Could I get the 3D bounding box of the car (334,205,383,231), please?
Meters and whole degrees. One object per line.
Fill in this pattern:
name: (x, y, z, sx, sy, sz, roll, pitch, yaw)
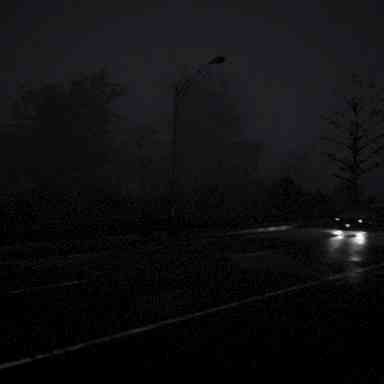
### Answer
car: (10.965, 1.487, 20.310, 5.357, 1.411, 2.033, 0, 0, -35)
